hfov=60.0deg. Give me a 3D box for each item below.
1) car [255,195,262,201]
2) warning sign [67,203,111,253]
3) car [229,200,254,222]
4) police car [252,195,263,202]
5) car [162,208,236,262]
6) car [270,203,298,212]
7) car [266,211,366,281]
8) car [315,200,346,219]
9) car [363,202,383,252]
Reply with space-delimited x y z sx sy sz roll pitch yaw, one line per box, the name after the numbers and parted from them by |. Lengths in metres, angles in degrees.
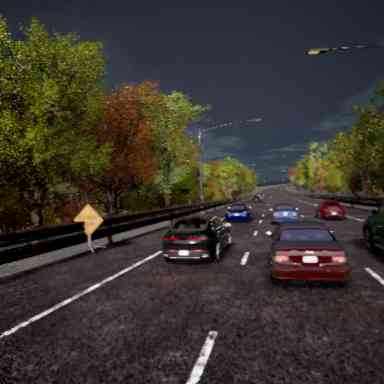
18.143 1.660 90.683 1.801 1.575 5.366 -2 -1 14 | car
-4.178 1.415 13.525 1.300 1.860 1.060 -1 1 14 | warning sign
3.893 1.688 27.327 1.994 1.385 4.181 -2 0 14 | car
15.763 1.623 80.886 1.930 1.638 5.238 -2 -1 14 | police car
0.327 1.621 12.650 1.837 1.490 4.892 -2 0 14 | car
6.728 1.530 24.287 2.033 1.411 5.357 -2 -1 14 | car
3.190 1.522 9.715 2.033 1.411 5.357 -2 -1 14 | car
10.837 1.368 26.277 1.812 1.442 4.674 -2 0 14 | car
6.830 1.057 9.894 2.150 2.045 5.566 -2 0 14 | car
